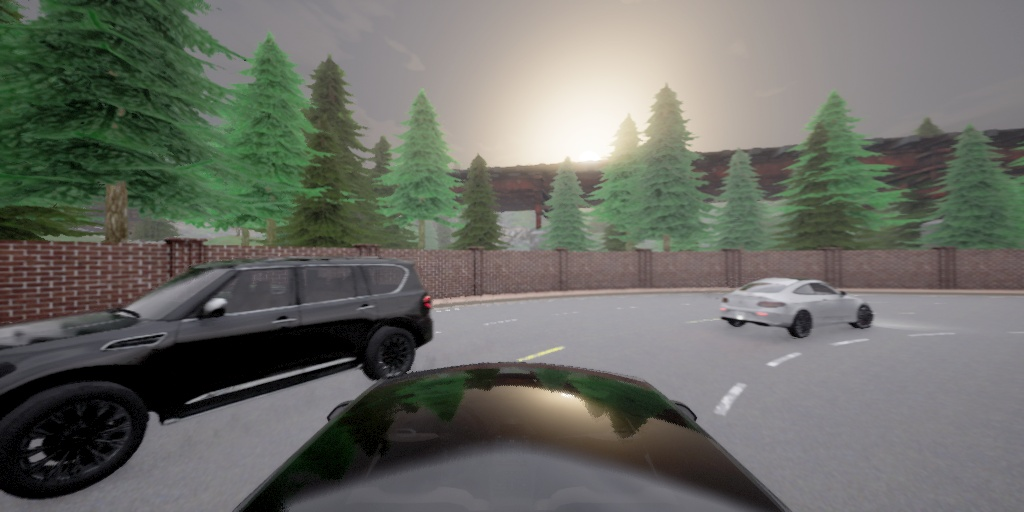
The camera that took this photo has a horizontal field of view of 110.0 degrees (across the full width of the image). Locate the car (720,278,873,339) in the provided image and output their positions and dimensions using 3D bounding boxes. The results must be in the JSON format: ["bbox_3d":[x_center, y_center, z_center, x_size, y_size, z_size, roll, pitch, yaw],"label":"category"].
[{"bbox_3d":[8.020,1.339,10.190,4.674,1.442,1.812,0,-1,-23],"label":"car"}]

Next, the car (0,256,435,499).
[{"bbox_3d":[-3.629,1.027,5.122,2.150,2.045,5.566,-1,-1,34],"label":"car"}]
